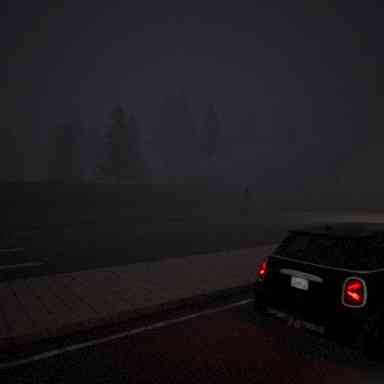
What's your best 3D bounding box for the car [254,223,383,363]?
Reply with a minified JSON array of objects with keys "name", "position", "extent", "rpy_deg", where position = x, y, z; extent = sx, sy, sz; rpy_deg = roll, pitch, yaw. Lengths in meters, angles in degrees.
[{"name":"car","position":[3.305,1.353,6.107],"extent":[4.553,1.767,2.097],"rpy_deg":[0,0,-35]}]
